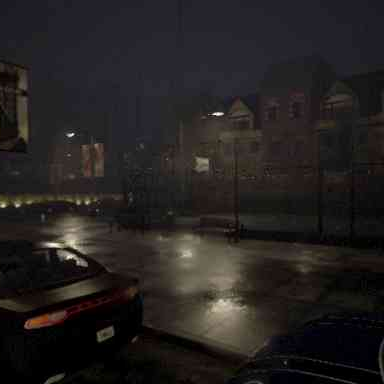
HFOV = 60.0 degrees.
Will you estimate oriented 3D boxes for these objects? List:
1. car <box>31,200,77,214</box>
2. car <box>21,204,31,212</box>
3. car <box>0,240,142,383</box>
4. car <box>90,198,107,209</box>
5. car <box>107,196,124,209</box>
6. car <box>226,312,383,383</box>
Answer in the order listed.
[{"bbox_3d":[-16.155,1.751,39.803,1.837,1.490,4.892,0,0,35],"label":"car"},{"bbox_3d":[-18.943,1.762,41.923,2.128,1.511,4.902,0,0,35],"label":"car"},{"bbox_3d":[-3.025,1.517,5.291,5.008,1.535,2.097,0,0,35],"label":"car"},{"bbox_3d":[-13.130,1.623,50.199,2.097,1.767,4.553,0,0,35],"label":"car"},{"bbox_3d":[-9.340,1.470,49.504,2.150,2.045,5.566,0,0,35],"label":"car"},{"bbox_3d":[2.286,1.347,1.673,4.553,1.767,2.185,0,0,35],"label":"car"}]
